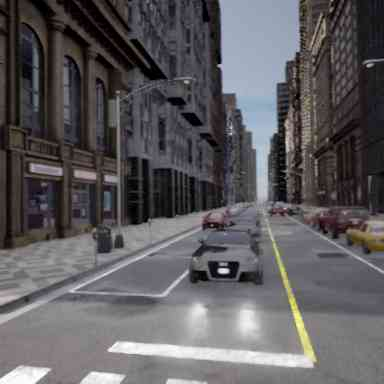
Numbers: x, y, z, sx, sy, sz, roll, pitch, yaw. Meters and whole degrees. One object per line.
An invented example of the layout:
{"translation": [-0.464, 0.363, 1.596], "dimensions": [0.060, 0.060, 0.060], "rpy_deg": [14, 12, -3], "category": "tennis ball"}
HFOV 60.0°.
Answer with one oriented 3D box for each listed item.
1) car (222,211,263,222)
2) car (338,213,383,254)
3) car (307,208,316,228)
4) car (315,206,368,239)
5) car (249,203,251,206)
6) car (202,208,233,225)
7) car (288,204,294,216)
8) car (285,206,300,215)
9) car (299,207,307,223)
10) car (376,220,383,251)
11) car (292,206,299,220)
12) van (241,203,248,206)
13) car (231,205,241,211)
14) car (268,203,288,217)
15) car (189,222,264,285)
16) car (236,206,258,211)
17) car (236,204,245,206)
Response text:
{"translation": [3.239, 2.112, 20.182], "dimensions": [1.994, 1.385, 4.181], "rpy_deg": [-1, -2, 12], "category": "car"}
{"translation": [8.076, 1.837, 14.647], "dimensions": [1.752, 1.417, 4.829], "rpy_deg": [-1, -2, 12], "category": "car"}
{"translation": [10.299, 2.134, 25.450], "dimensions": [1.887, 1.381, 4.507], "rpy_deg": [-1, -2, 12], "category": "car"}
{"translation": [9.166, 1.763, 19.972], "dimensions": [2.192, 1.841, 5.009], "rpy_deg": [-1, -2, 12], "category": "car"}
{"translation": [10.977, 3.488, 71.028], "dimensions": [1.802, 1.307, 4.206], "rpy_deg": [-1, -2, 12], "category": "car"}
{"translation": [1.946, 2.315, 27.147], "dimensions": [1.887, 1.381, 4.507], "rpy_deg": [-1, -2, 12], "category": "car"}
{"translation": [14.814, 2.721, 47.390], "dimensions": [1.947, 1.339, 4.313], "rpy_deg": [-1, -2, 12], "category": "car"}
{"translation": [15.943, 2.880, 52.875], "dimensions": [1.802, 1.307, 4.206], "rpy_deg": [-1, -2, 12], "category": "car"}
{"translation": [11.462, 2.260, 31.103], "dimensions": [1.752, 1.417, 4.829], "rpy_deg": [-1, -2, 12], "category": "car"}
{"translation": [6.947, 1.696, 9.162], "dimensions": [1.752, 1.417, 4.829], "rpy_deg": [-1, -2, 12], "category": "car"}
{"translation": [12.557, 2.423, 36.421], "dimensions": [2.008, 1.369, 4.403], "rpy_deg": [-1, -2, 12], "category": "car"}
{"translation": [8.715, 2.962, 60.065], "dimensions": [1.690, 1.788, 3.998], "rpy_deg": [-1, -2, 12], "category": "van"}
{"translation": [5.333, 2.776, 43.602], "dimensions": [1.802, 1.307, 4.206], "rpy_deg": [-1, -2, 12], "category": "car"}
{"translation": [12.011, 2.692, 46.967], "dimensions": [1.837, 1.490, 4.892], "rpy_deg": [-1, -2, 11], "category": "car"}
{"translation": [1.219, 1.860, 10.369], "dimensions": [1.994, 1.385, 4.181], "rpy_deg": [-1, -2, 12], "category": "car"}
{"translation": [5.338, 2.314, 30.357], "dimensions": [1.837, 1.490, 4.892], "rpy_deg": [-1, -2, 12], "category": "car"}
{"translation": [6.462, 2.918, 49.087], "dimensions": [1.802, 1.307, 4.206], "rpy_deg": [-1, -2, 12], "category": "car"}
